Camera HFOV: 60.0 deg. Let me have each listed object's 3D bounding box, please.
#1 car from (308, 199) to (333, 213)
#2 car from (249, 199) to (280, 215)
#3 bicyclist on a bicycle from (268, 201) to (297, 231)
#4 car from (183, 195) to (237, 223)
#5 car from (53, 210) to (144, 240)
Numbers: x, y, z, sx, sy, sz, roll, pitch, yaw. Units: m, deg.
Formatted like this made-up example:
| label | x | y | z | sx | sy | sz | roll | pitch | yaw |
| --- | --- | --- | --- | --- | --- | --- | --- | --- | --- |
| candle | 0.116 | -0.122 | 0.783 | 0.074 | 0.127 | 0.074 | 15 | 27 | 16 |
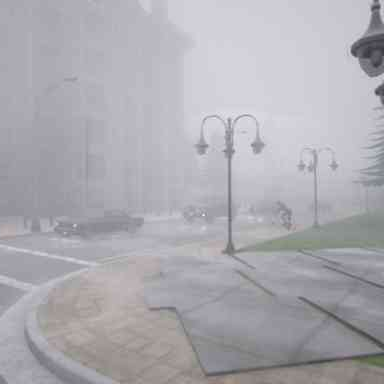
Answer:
| label | x | y | z | sx | sy | sz | roll | pitch | yaw |
| --- | --- | --- | --- | --- | --- | --- | --- | --- | --- |
| car | 14.963 | 1.525 | 38.550 | 2.128 | 1.511 | 4.902 | 0 | 0 | 36 |
| car | 7.692 | 1.546 | 34.843 | 2.128 | 1.511 | 4.902 | 0 | 0 | 36 |
| bicyclist on a bicycle | 4.998 | 1.318 | 18.470 | 1.656 | 1.620 | 0.582 | -1 | 0 | 36 |
| car | 1.581 | 1.278 | 26.485 | 2.150 | 2.045 | 5.566 | 0 | 0 | 36 |
| car | -4.815 | 1.657 | 17.672 | 1.895 | 1.301 | 4.718 | 0 | 0 | 35 |
